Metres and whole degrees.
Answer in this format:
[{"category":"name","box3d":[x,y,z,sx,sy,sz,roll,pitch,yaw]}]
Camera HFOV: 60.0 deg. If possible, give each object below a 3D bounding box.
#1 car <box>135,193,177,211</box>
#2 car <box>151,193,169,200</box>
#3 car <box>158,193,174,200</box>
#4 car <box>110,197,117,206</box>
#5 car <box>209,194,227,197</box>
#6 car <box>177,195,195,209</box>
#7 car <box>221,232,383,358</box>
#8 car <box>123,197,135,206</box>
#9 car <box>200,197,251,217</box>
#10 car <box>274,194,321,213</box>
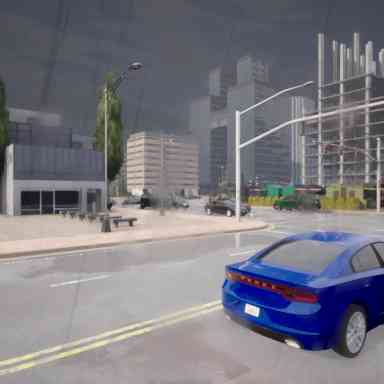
[{"category":"car","box3d":[-4.641,1.222,42.095,2.150,2.045,5.566,0,0,-36]},{"category":"car","box3d":[-8.535,1.153,89.499,4.605,1.855,1.932,0,0,-38]},{"category":"car","box3d":[-6.809,1.156,87.176,3.866,1.878,1.905,0,0,-38]},{"category":"car","box3d":[-14.031,1.525,54.990,1.812,1.442,4.674,0,0,-36]},{"category":"car","box3d":[4.243,1.352,35.886,2.097,1.767,4.553,0,0,-36]},{"category":"car","box3d":[-2.245,1.491,44.749,2.128,1.511,4.902,0,0,-36]},{"category":"car","box3d":[2.766,1.478,6.126,5.008,1.535,1.882,0,0,-38]},{"category":"car","box3d":[-9.772,1.563,55.074,1.994,1.385,4.181,0,0,-36]},{"category":"car","box3d":[3.160,1.505,31.440,1.837,1.490,4.892,0,0,-36]},{"category":"car","box3d":[11.705,1.221,37.247,2.150,2.045,5.566,0,0,-32]}]
